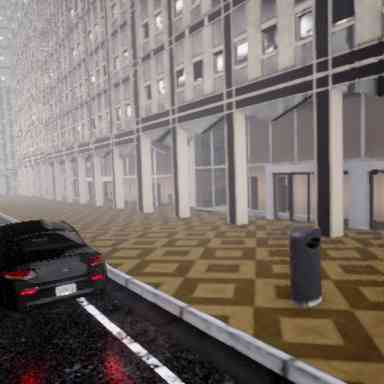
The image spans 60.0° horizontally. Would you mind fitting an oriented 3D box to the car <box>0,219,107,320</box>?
[{"bbox_3d":[-3.311,1.319,7.005,1.812,1.442,4.674,-5,3,-36],"label":"car"}]
